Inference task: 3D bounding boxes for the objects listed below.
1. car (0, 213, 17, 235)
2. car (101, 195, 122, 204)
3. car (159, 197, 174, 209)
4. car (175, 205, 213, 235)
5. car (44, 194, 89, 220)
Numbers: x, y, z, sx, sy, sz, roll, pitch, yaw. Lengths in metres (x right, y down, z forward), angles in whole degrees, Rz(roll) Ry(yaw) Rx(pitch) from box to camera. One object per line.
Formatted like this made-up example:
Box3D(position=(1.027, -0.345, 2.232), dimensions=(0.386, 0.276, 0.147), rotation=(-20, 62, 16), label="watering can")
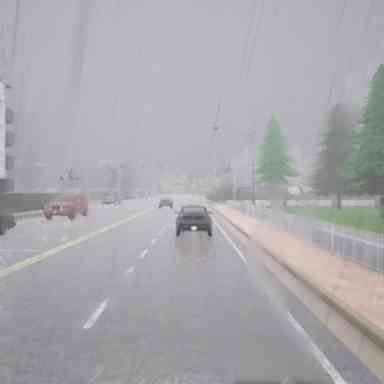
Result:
Box3D(position=(-10.665, 1.539, 15.998), dimensions=(2.033, 1.411, 5.357), rotation=(0, 0, 2), label="car")
Box3D(position=(-10.502, 1.069, 43.576), dimensions=(1.882, 1.535, 5.008), rotation=(0, 0, 0), label="car")
Box3D(position=(-3.555, 1.481, 46.070), dimensions=(1.837, 1.490, 4.892), rotation=(0, 0, -2), label="car")
Box3D(position=(0.099, 1.494, 18.566), dimensions=(1.837, 1.490, 4.892), rotation=(0, 0, 0), label="car")
Box3D(position=(-10.580, 1.205, 28.493), dimensions=(2.150, 2.045, 5.566), rotation=(0, 0, 0), label="car")
